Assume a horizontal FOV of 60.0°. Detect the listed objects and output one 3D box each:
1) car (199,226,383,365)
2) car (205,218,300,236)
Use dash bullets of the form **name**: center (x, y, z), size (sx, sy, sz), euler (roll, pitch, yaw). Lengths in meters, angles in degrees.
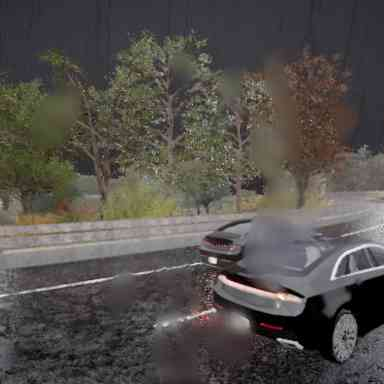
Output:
- **car**: center (2.570, 1.529, 5.939), size (4.902, 1.511, 2.128), euler (0, 0, -38)
- **car**: center (2.423, 1.566, 10.292), size (4.892, 1.490, 1.837), euler (0, 0, -39)
